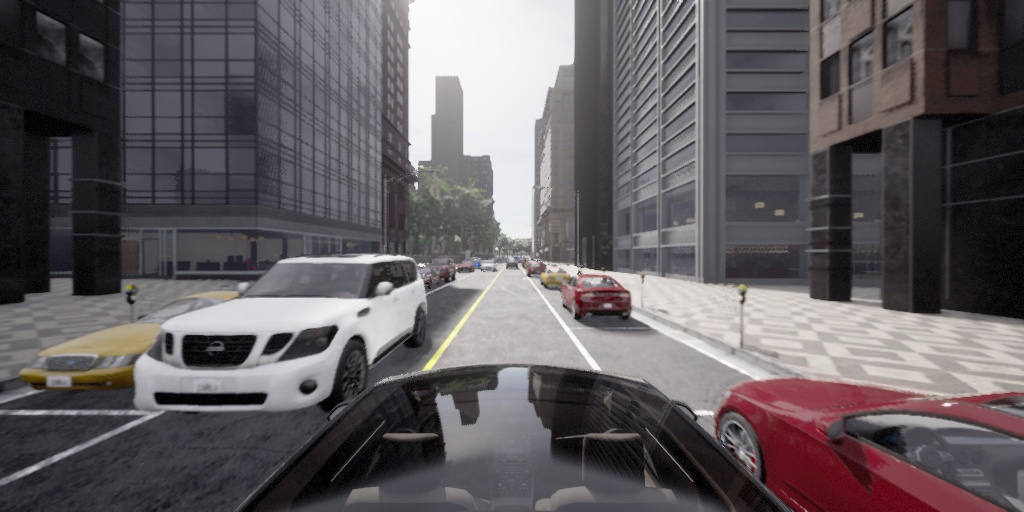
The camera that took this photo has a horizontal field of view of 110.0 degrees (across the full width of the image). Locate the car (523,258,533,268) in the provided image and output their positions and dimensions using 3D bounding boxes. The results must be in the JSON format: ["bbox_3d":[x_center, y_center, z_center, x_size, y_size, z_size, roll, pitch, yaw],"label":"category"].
[{"bbox_3d":[2.776,1.313,45.108,1.888,1.381,4.507,0,0,0],"label":"car"}]

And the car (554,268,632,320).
[{"bbox_3d":[2.766,1.296,12.558,1.888,1.381,4.507,0,0,0],"label":"car"}]

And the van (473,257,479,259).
[{"bbox_3d":[-5.744,1.118,55.975,1.690,1.789,3.998,0,0,0],"label":"van"}]

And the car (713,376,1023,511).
[{"bbox_3d":[2.762,1.332,1.708,1.802,1.307,4.207,0,0,0],"label":"car"}]

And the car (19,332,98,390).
[{"bbox_3d":[-5.761,1.276,6.972,1.751,1.417,4.829,0,0,0],"label":"car"}]

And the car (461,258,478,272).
[{"bbox_3d":[-5.748,1.313,45.123,1.888,1.381,4.507,0,0,0],"label":"car"}]

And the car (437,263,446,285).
[{"bbox_3d":[-5.756,1.336,23.420,1.802,1.307,4.207,0,0,0],"label":"car"}]

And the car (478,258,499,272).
[{"bbox_3d":[-3.058,1.295,47.103,1.812,1.442,4.674,0,0,0],"label":"car"}]

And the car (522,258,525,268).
[{"bbox_3d":[2.779,1.323,50.532,2.007,1.370,4.403,0,0,0],"label":"car"}]

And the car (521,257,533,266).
[{"bbox_3d":[2.781,1.303,56.128,1.751,1.417,4.829,0,0,0],"label":"car"}]

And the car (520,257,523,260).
[{"bbox_3d":[2.783,1.096,61.383,2.192,1.841,5.009,0,0,0],"label":"car"}]

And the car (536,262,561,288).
[{"bbox_3d":[2.770,1.279,23.578,1.751,1.417,4.829,0,0,0],"label":"car"}]

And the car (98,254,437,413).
[{"bbox_3d":[-3.080,0.973,6.411,2.150,2.045,5.566,0,0,0],"label":"car"}]

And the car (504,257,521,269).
[{"bbox_3d":[0.043,1.304,56.274,1.812,1.442,4.674,0,0,0],"label":"car"}]

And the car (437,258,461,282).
[{"bbox_3d":[-5.754,1.071,28.845,2.192,1.841,5.009,0,0,0],"label":"car"}]

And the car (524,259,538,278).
[{"bbox_3d":[2.363,1.286,34.533,1.812,1.442,4.674,0,0,0],"label":"car"}]
